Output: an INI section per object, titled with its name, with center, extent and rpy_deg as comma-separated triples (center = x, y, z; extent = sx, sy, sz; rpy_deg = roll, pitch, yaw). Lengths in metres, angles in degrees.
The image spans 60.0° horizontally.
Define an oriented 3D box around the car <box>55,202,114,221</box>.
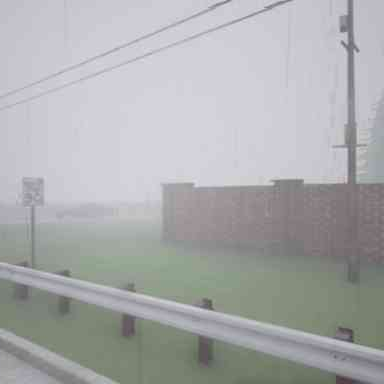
[car]
center = -9.536, 1.708, 29.727
extent = 5.008, 1.535, 1.882
rpy_deg = -1, 0, -27
